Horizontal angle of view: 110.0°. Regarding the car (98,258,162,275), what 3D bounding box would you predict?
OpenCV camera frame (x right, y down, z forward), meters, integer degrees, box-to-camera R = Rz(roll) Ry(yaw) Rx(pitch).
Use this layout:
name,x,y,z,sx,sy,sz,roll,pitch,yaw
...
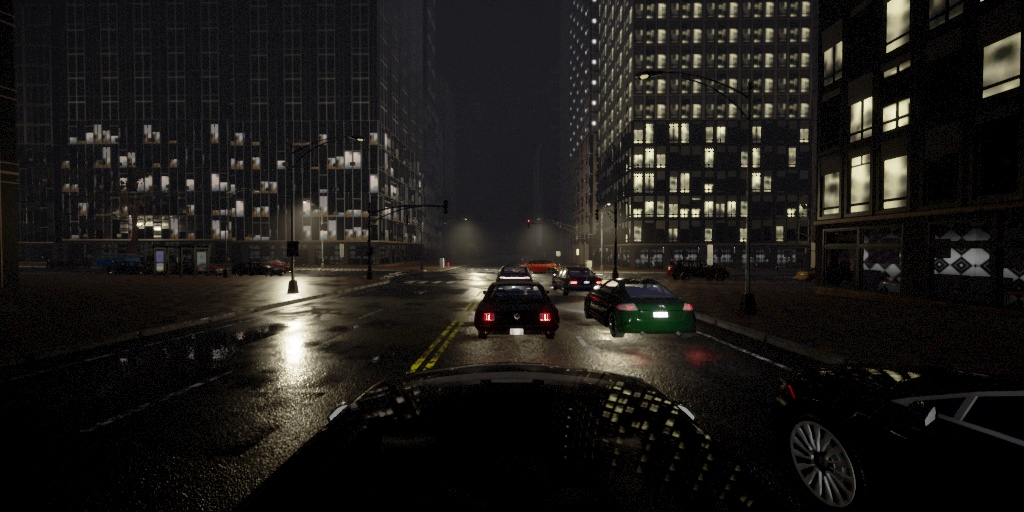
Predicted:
name,x,y,z,sx,sy,sz,roll,pitch,yaw
car,-34.054,1.068,32.477,4.313,1.339,1.948,0,0,1

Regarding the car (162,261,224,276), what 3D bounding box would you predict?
name,x,y,z,sx,sy,sz,roll,pitch,yaw
car,-28.373,1.137,32.295,4.207,1.307,1.802,0,0,1

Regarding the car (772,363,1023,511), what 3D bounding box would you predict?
name,x,y,z,sx,sy,sz,roll,pitch,yaw
car,3.340,1.242,1.375,2.128,1.511,4.902,0,0,0

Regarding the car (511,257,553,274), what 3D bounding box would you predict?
name,x,y,z,sx,sy,sz,roll,pitch,yaw
car,2.476,1.089,37.581,4.553,1.767,2.097,0,1,1

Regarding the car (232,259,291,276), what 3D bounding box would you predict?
name,x,y,z,sx,sy,sz,roll,pitch,yaw
car,-22.689,1.172,32.153,4.313,1.339,1.948,0,0,1

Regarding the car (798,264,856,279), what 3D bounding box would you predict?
name,x,y,z,sx,sy,sz,roll,pitch,yaw
car,32.506,1.563,37.036,4.181,1.385,1.994,0,1,1

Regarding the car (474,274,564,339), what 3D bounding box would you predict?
name,x,y,z,sx,sy,sz,roll,pitch,yaw
car,0.110,1.347,9.979,1.895,1.301,4.718,0,0,0

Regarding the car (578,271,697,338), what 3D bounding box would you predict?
name,x,y,z,sx,sy,sz,roll,pitch,yaw
car,3.369,1.310,10.205,1.994,1.385,4.181,0,0,-1

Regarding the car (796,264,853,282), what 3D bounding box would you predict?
name,x,y,z,sx,sy,sz,roll,pitch,yaw
car,27.683,1.577,31.354,4.829,1.417,1.751,0,0,1

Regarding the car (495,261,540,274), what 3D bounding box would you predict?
name,x,y,z,sx,sy,sz,roll,pitch,yaw
car,0.123,1.232,19.235,2.128,1.511,4.902,0,0,0

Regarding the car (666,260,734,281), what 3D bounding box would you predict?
name,x,y,z,sx,sy,sz,roll,pitch,yaw
car,16.235,1.267,31.568,5.009,1.841,2.192,0,0,1

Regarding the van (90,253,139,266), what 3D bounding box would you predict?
name,x,y,z,sx,sy,sz,roll,pitch,yaw
van,-45.232,0.603,41.154,3.998,1.789,1.690,0,0,1

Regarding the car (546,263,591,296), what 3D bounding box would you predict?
name,x,y,z,sx,sy,sz,roll,pitch,yaw
car,3.409,1.288,19.435,2.033,1.411,5.357,0,0,-3
